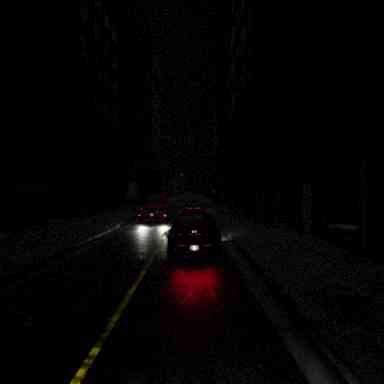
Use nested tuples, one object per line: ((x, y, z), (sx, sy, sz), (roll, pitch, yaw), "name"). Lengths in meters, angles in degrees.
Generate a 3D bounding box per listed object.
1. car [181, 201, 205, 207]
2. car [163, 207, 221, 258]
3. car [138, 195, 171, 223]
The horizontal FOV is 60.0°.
((0.090, 1.531, 29.748), (2.128, 1.511, 4.902), (0, 0, 0), "car")
((0.085, 1.523, 12.898), (1.837, 1.490, 4.892), (0, 0, 0), "car")
((-2.843, 1.257, 26.344), (2.150, 2.045, 5.566), (0, 0, 0), "car")
